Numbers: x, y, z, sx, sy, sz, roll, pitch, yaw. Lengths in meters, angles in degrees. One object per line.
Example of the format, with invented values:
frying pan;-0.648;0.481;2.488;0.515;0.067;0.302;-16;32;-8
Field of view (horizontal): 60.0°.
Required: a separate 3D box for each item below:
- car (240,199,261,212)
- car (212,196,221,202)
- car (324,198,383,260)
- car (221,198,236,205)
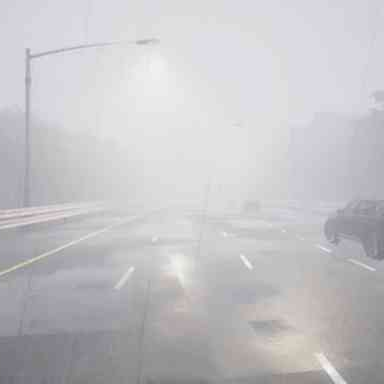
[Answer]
car;7.046;1.572;40.280;1.837;1.490;4.892;0;0;0
car;7.373;2.012;93.120;2.097;1.767;4.553;0;-1;1
car;7.000;1.223;12.541;2.150;2.045;5.566;0;0;0
car;7.149;1.816;63.017;2.033;1.411;5.357;0;-1;0
